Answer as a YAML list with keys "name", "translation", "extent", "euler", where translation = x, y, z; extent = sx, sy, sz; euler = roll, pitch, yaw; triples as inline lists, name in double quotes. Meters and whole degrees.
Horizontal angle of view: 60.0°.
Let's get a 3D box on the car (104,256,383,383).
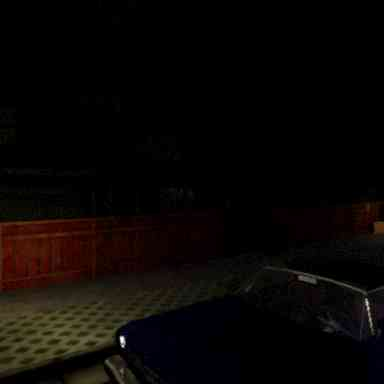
- name: "car"
  translation: [1.467, 1.578, 3.999]
  extent: [4.718, 1.301, 1.895]
  euler: [0, 0, -36]
